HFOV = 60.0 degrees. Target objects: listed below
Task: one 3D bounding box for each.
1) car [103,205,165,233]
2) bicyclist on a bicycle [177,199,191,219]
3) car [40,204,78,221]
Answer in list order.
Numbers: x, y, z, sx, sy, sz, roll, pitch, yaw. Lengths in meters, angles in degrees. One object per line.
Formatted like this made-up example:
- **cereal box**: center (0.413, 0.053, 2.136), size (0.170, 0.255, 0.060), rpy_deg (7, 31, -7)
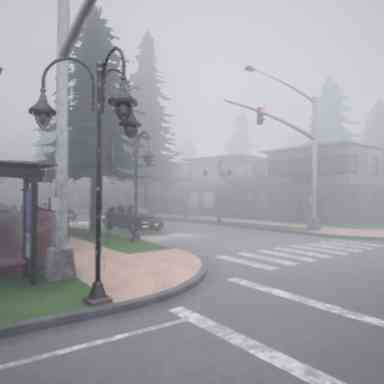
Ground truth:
- **car**: center (-3.631, 1.577, 20.198), size (1.837, 1.490, 4.892), rpy_deg (1, 0, -43)
- **bicyclist on a bicycle**: center (-0.681, 1.449, 28.230), size (0.582, 1.620, 1.656), rpy_deg (0, 0, 44)
- **car**: center (-11.037, 1.614, 26.839), size (4.181, 1.385, 1.994), rpy_deg (0, 0, 37)
